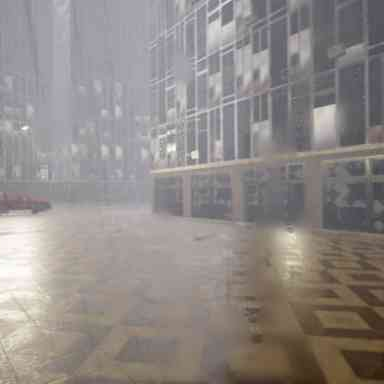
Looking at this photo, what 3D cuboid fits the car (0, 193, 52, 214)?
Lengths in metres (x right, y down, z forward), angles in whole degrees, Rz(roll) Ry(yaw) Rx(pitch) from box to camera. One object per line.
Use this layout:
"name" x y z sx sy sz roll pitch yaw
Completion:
"car" -15.207 1.027 29.441 5.009 1.841 2.192 0 -1 -37
